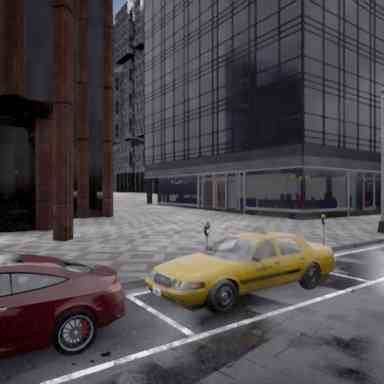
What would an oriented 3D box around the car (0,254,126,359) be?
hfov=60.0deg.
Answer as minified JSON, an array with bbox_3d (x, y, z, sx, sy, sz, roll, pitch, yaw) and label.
[{"bbox_3d":[-2.986,1.582,4.521,4.206,1.307,1.802,0,0,-35],"label":"car"}]

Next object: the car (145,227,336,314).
[{"bbox_3d":[1.317,1.523,7.560,4.829,1.417,1.752,0,0,-35],"label":"car"}]
